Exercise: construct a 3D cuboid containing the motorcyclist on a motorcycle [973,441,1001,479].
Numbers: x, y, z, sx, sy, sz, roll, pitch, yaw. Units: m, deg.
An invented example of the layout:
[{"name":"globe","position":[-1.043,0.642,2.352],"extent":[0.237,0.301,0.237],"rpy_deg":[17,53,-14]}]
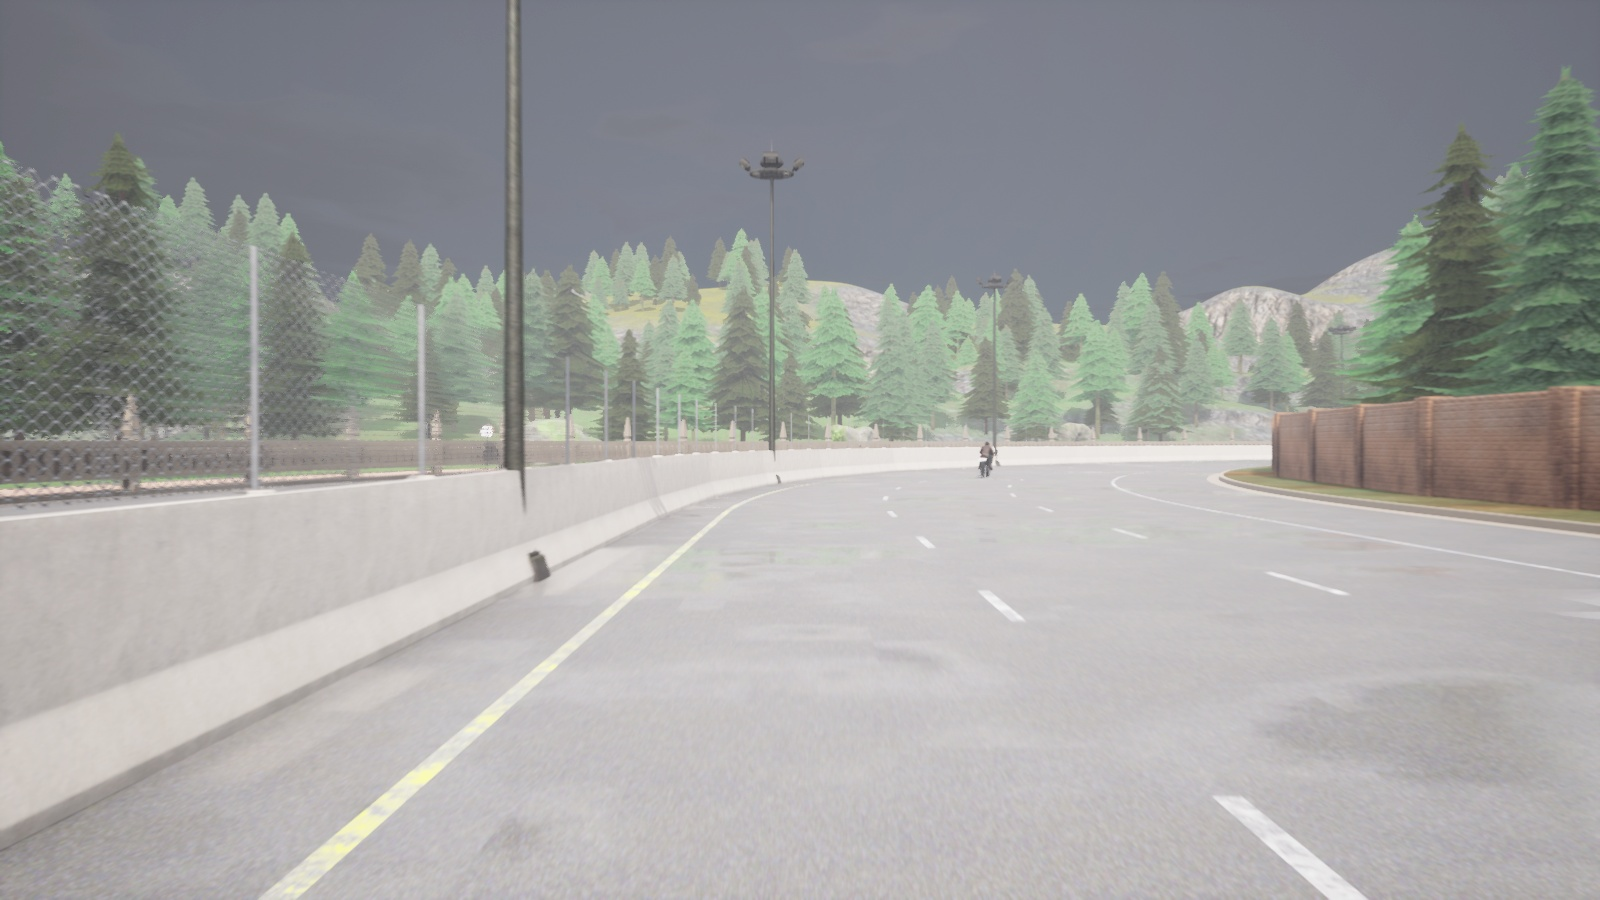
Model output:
[{"name":"motorcyclist on a motorcycle","position":[7.847,0.417,52.576],"extent":[0.797,1.523,2.044],"rpy_deg":[2,1,17]}]
